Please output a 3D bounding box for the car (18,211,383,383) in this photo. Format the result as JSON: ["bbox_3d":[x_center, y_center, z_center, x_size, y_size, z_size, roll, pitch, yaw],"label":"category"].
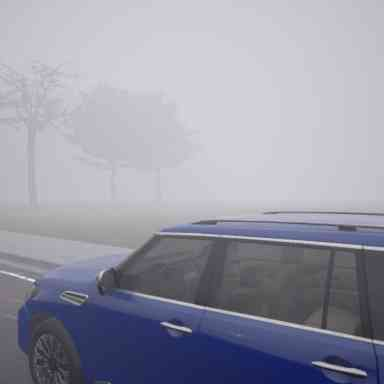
[{"bbox_3d":[0.568,1.222,3.286,5.566,2.045,2.150,0,0,35],"label":"car"}]
